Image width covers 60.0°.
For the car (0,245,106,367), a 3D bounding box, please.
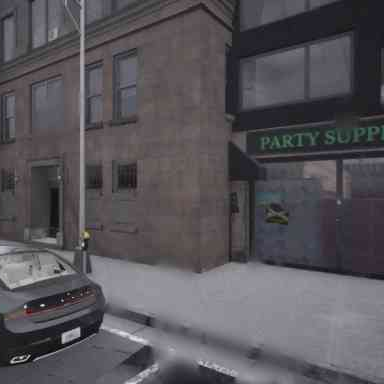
[{"bbox_3d":[-3.282,1.551,5.416,4.403,1.369,2.008,0,0,35],"label":"car"}]
